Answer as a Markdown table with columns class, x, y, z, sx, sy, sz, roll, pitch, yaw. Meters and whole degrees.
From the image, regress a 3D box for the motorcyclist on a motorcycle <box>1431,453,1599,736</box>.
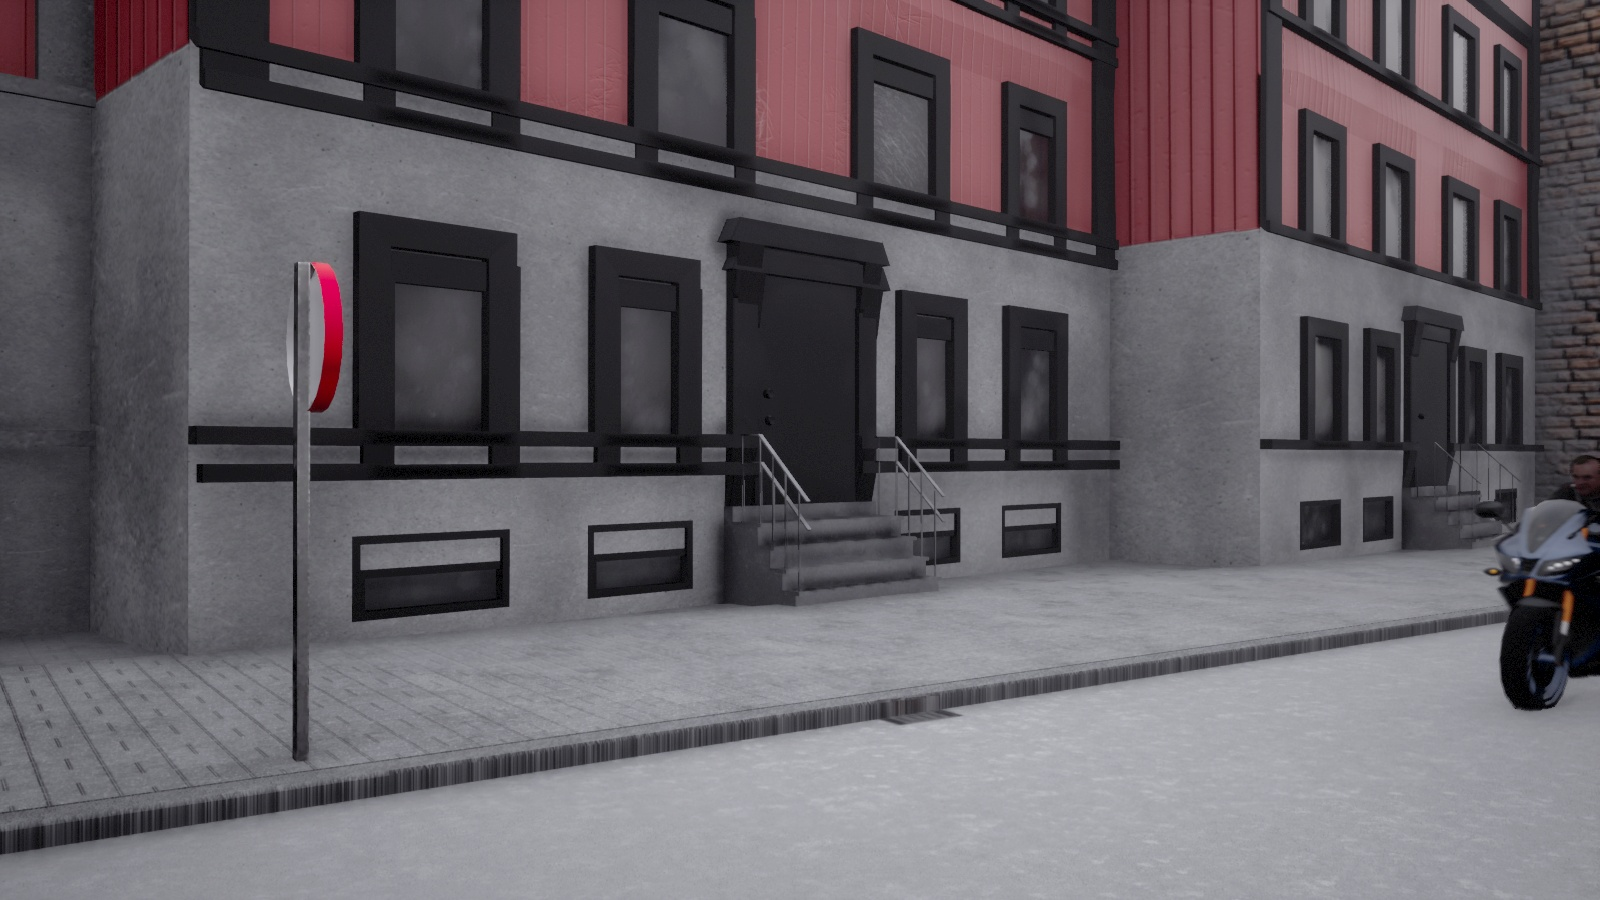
| class | x | y | z | sx | sy | sz | roll | pitch | yaw |
| --- | --- | --- | --- | --- | --- | --- | --- | --- | --- |
| motorcyclist on a motorcycle | 4.931 | 0.788 | 7.814 | 2.191 | 1.530 | 0.866 | 0 | 0 | -35 |
